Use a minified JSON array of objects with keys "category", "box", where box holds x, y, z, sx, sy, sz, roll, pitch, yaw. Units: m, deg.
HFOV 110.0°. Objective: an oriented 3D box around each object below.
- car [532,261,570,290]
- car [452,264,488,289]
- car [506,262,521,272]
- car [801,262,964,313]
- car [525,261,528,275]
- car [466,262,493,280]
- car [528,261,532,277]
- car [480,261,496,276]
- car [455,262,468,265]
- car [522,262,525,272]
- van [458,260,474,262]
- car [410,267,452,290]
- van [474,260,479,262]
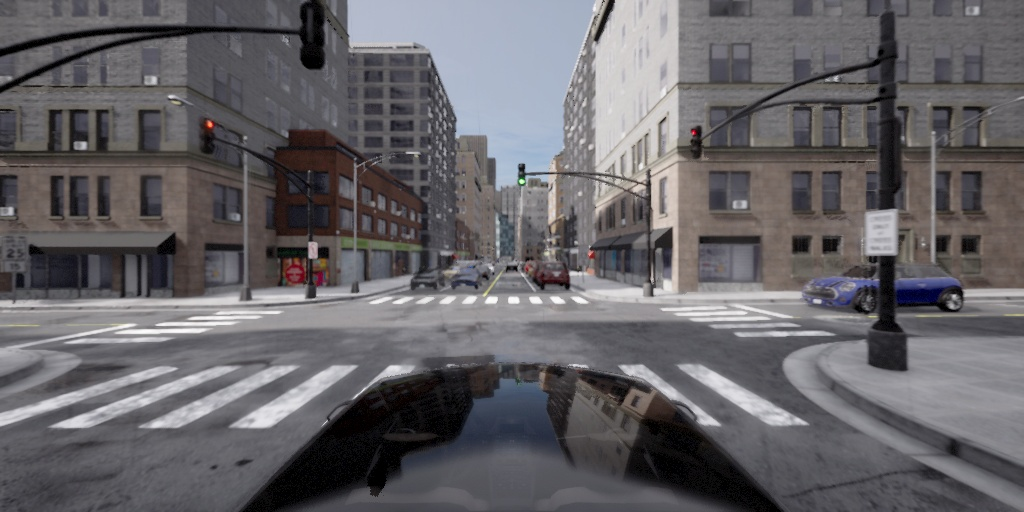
[{"category":"car","box":[2.817,1.306,24.960,2.192,1.841,5.009,0,0,0]},{"category":"car","box":[-3.142,1.549,25.837,2.033,1.411,5.357,0,-1,0]},{"category":"car","box":[-0.006,1.803,58.144,1.882,1.535,5.008,0,-1,0]},{"category":"car","box":[13.442,1.055,13.220,4.553,1.767,2.097,-1,0,-1]},{"category":"car","box":[2.790,1.688,41.887,1.751,1.417,4.829,0,0,0]},{"category":"car","box":[-3.160,1.610,35.913,1.837,1.490,4.892,0,-1,0]},{"category":"car","box":[2.808,1.364,30.546,2.192,1.841,5.009,0,0,0]},{"category":"car","box":[-3.168,1.734,46.196,1.812,1.442,4.674,0,0,0]},{"category":"car","box":[-5.729,1.632,35.946,1.751,1.417,4.829,0,0,0]},{"category":"car","box":[2.782,1.533,47.302,2.192,1.841,5.009,0,0,0]},{"category":"van","box":[-5.740,1.504,41.701,1.690,1.789,3.998,0,0,0]},{"category":"car","box":[-5.709,1.558,24.945,1.948,1.339,4.313,0,0,0]},{"category":"van","box":[-5.750,1.560,47.288,1.690,1.789,3.998,0,0,0]}]
